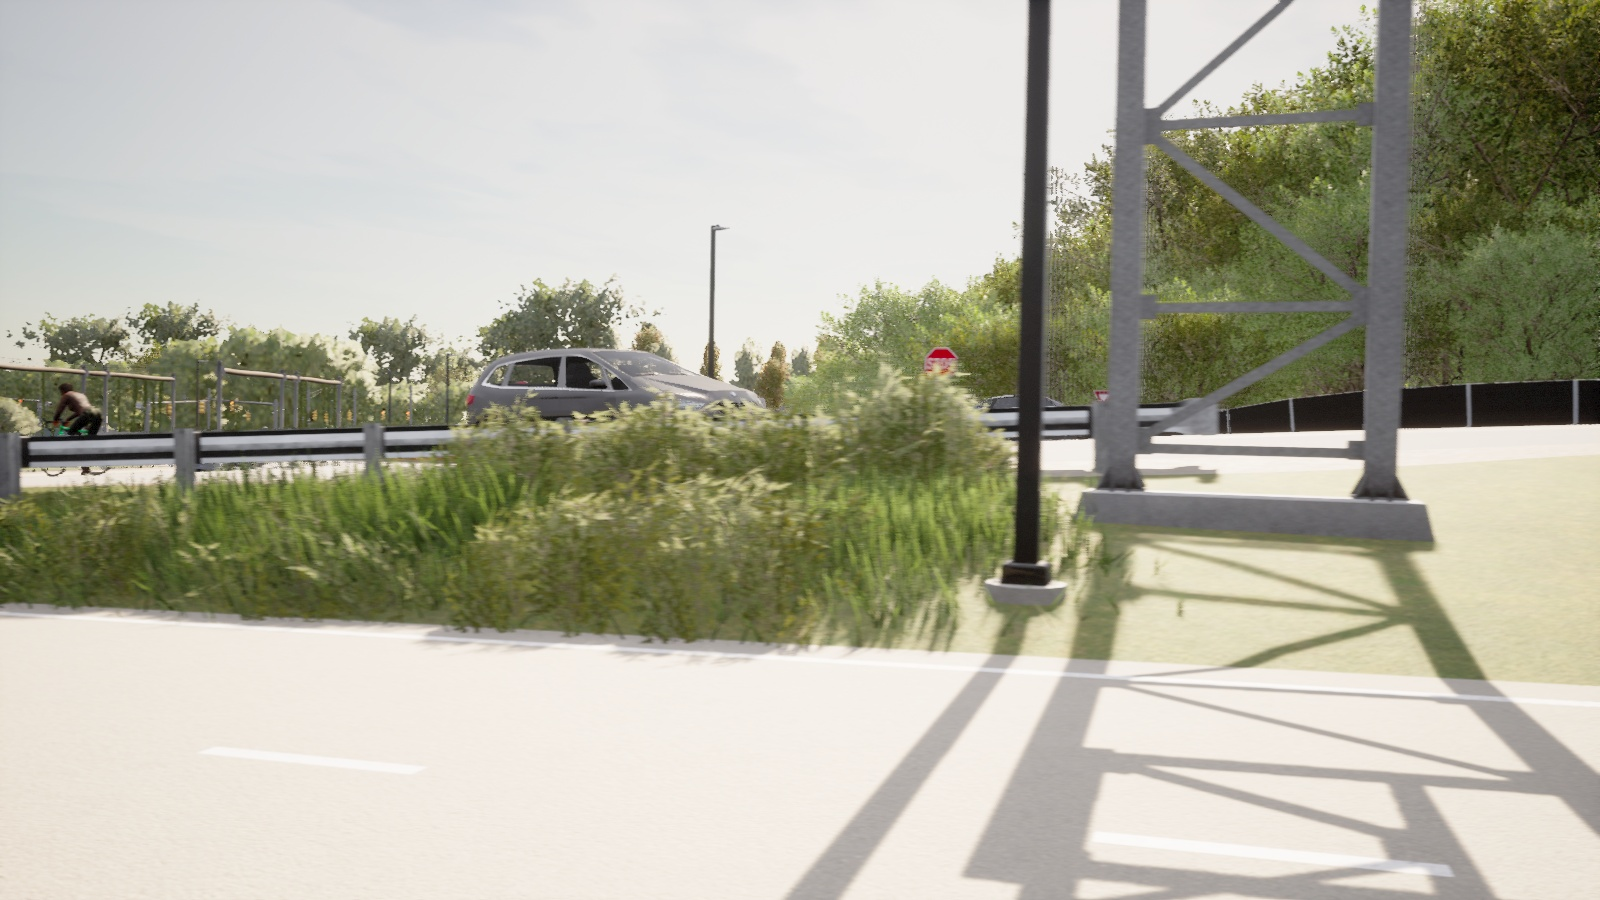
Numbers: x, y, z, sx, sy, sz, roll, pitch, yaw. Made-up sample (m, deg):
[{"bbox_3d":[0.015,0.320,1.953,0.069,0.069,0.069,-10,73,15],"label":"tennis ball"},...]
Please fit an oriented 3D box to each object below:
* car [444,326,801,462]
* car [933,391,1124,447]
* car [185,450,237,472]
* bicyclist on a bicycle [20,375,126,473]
[{"bbox_3d":[-2.546,-0.717,17.654,4.611,1.667,2.242,0,2,34],"label":"car"},{"bbox_3d":[6.719,-0.887,36.881,5.357,1.411,2.033,-2,0,14],"label":"car"},{"bbox_3d":[-39.071,0.726,83.463,1.994,1.385,4.181,1,0,-9],"label":"car"},{"bbox_3d":[-12.580,-0.435,21.734,1.656,1.620,0.582,-1,0,17],"label":"bicyclist on a bicycle"}]
